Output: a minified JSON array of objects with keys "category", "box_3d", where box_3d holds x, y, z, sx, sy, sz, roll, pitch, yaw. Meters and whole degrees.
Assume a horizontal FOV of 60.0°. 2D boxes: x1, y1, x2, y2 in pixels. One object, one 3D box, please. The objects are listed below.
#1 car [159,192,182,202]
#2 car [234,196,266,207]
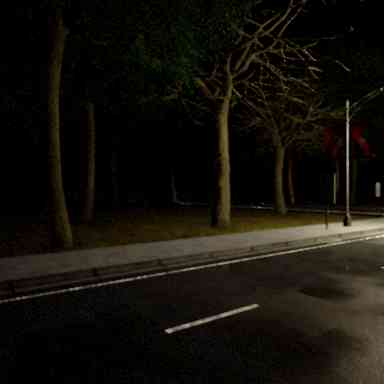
[{"category":"car","box_3d":[-4.197,1.019,62.973,2.150,2.045,5.566,0,0,-36]},{"category":"car","box_3d":[7.967,1.308,46.002,1.837,1.490,4.892,0,0,-36]}]
